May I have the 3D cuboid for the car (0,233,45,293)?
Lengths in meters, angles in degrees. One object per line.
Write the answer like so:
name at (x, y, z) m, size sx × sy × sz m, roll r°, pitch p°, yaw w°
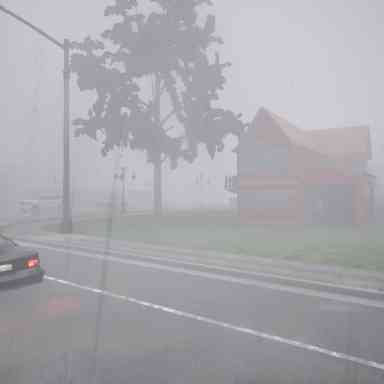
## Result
car at (-5.736, 1.547, 8.025) m, size 5.357 × 1.411 × 2.033 m, roll 0°, pitch 0°, yaw 36°

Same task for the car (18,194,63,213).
car at (-16.632, 1.222, 37.618) m, size 2.150 × 2.045 × 5.566 m, roll 0°, pitch 0°, yaw 33°

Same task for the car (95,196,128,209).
car at (-11.084, 1.353, 45.856) m, size 2.097 × 1.767 × 4.553 m, roll 0°, pitch 0°, yaw 34°
